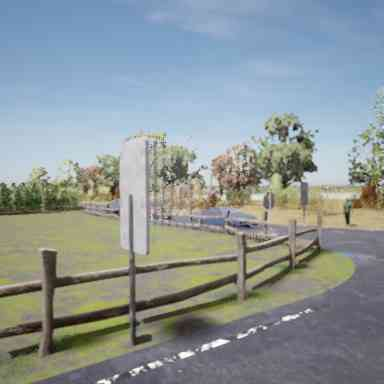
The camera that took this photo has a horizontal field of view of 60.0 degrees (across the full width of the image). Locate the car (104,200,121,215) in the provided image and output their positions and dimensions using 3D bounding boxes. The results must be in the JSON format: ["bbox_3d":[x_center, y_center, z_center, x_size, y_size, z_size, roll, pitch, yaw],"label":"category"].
[{"bbox_3d":[-9.164,1.979,40.080,2.033,1.411,5.357,-1,0,-29],"label":"car"}]

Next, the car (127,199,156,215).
[{"bbox_3d":[-6.243,1.734,40.782,2.097,1.767,4.553,-1,0,-29],"label":"car"}]

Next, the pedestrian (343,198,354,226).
[{"bbox_3d":[10.172,1.303,21.759,0.375,1.860,0.375,-2,1,-35],"label":"pedestrian"}]

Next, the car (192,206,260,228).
[{"bbox_3d":[2.156,1.705,22.812,2.033,1.411,5.357,-1,0,-35],"label":"car"}]

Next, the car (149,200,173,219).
[{"bbox_3d":[-3.592,1.648,31.216,2.097,1.767,4.553,-1,0,-33],"label":"car"}]
